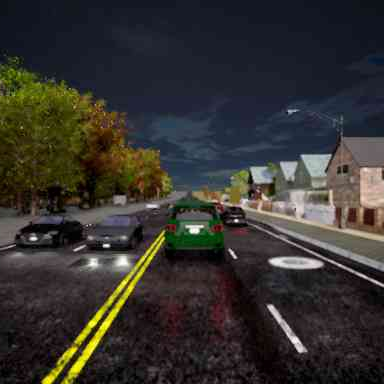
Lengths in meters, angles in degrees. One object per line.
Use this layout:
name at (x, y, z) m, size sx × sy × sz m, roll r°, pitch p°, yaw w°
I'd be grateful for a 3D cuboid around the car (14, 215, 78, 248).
car at (-6.628, 1.786, 15.895) m, size 1.994 × 1.385 × 4.181 m, roll 0°, pitch -1°, yaw 0°

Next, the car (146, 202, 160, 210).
car at (-6.655, 2.386, 57.075) m, size 1.895 × 1.301 × 4.718 m, roll 0°, pitch -1°, yaw 0°

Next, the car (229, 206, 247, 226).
car at (3.284, 1.891, 26.980) m, size 1.837 × 1.490 × 4.892 m, roll 0°, pitch 0°, yaw 0°

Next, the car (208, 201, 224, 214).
car at (3.256, 2.133, 46.690) m, size 1.882 × 1.535 × 5.008 m, roll 0°, pitch -1°, yaw 0°

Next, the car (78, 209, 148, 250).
car at (-3.380, 1.771, 15.787) m, size 2.033 × 1.411 × 5.357 m, roll 0°, pitch -1°, yaw 0°

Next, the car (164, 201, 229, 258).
car at (0.077, 1.423, 13.831) m, size 2.150 × 2.045 × 5.566 m, roll 0°, pitch -1°, yaw 0°

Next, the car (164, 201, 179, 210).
car at (-3.407, 2.275, 56.668) m, size 2.128 × 1.511 × 4.902 m, roll 0°, pitch -1°, yaw 0°

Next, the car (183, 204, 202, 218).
car at (0.036, 2.069, 37.158) m, size 2.033 × 1.411 × 5.357 m, roll 0°, pitch -1°, yaw 0°
